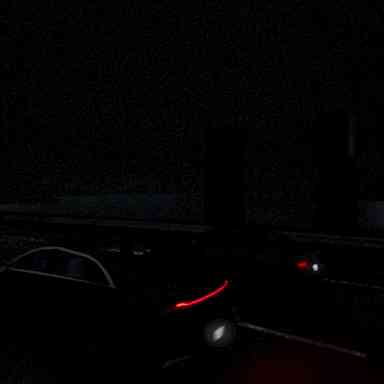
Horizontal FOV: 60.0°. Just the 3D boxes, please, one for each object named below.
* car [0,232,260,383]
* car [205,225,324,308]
[{"bbox_3d":[-1.691,1.443,5.265,4.902,1.511,2.128,0,1,34],"label":"car"},{"bbox_3d":[0.808,1.469,7.749,4.181,1.385,1.994,0,1,34],"label":"car"}]
